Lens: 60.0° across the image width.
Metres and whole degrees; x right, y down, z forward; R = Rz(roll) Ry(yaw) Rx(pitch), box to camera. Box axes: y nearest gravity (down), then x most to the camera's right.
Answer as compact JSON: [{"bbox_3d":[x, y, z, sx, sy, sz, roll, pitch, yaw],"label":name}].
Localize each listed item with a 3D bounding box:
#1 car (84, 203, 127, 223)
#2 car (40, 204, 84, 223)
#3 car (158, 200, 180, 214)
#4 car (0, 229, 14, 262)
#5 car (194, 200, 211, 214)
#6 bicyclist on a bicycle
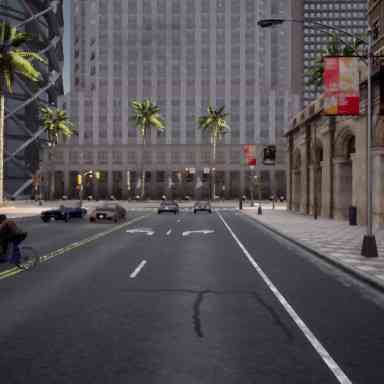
[{"bbox_3d":[-6.325,1.564,25.508,1.994,1.385,4.181,0,0,2],"label":"car"},{"bbox_3d":[-9.812,1.601,25.808,1.895,1.301,4.718,0,0,2],"label":"car"},{"bbox_3d":[-2.425,1.564,34.956,1.994,1.385,4.181,0,0,2],"label":"car"},{"bbox_3d":[-6.904,1.563,9.372,1.994,1.385,4.181,0,0,1],"label":"car"},{"bbox_3d":[1.147,1.547,35.989,2.033,1.411,5.357,0,0,2],"label":"car"},{"bbox_3d":[-5.218,1.455,9.465,1.656,1.620,0.582,-2,0,1],"label":"bicyclist on a bicycle"}]
